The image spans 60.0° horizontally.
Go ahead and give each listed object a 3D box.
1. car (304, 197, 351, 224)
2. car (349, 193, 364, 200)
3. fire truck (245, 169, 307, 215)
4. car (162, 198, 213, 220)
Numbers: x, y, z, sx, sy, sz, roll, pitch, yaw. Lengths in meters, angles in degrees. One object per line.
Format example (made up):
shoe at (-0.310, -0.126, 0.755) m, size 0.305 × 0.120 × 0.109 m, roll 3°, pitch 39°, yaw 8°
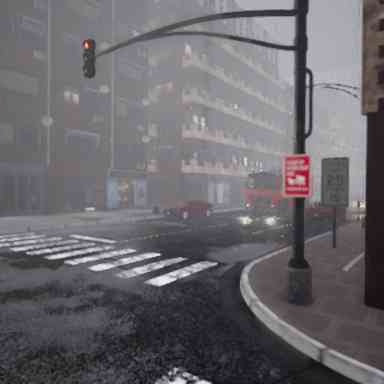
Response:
car at (8.682, 1.233, 21.444) m, size 1.887 × 1.381 × 4.507 m, roll 1°, pitch 1°, yaw 36°
car at (35.430, 0.953, 72.286) m, size 1.802 × 1.307 × 4.206 m, roll 1°, pitch 1°, yaw 36°
fire truck at (7.975, -0.066, 30.281) m, size 2.891 × 3.827 × 8.468 m, roll 1°, pitch 1°, yaw 36°
car at (-0.246, 1.148, 23.832) m, size 1.887 × 1.381 × 4.507 m, roll 1°, pitch 1°, yaw 36°
